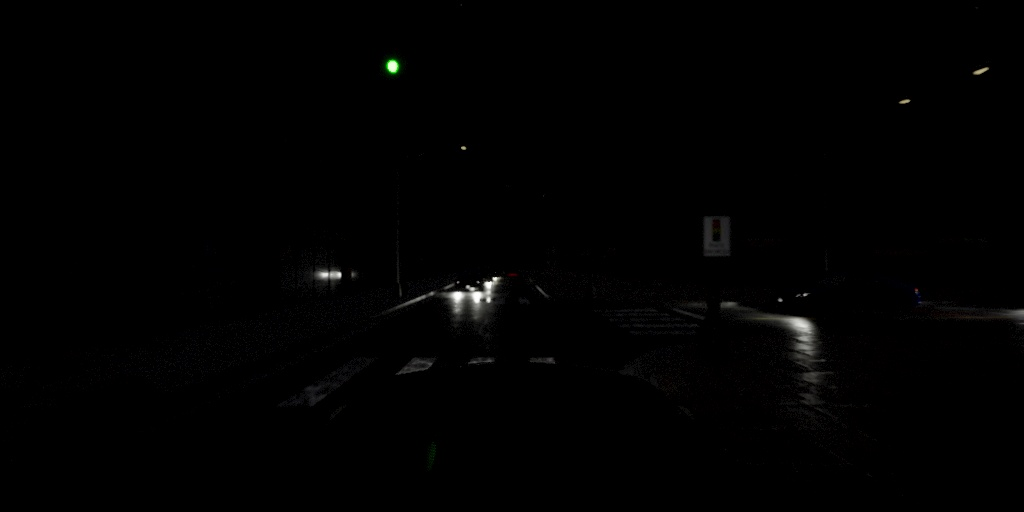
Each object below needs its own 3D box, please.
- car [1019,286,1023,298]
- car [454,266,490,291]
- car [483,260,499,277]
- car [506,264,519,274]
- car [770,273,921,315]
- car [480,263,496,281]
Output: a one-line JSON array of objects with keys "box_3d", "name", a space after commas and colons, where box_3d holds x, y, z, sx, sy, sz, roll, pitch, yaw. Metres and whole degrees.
[{"box_3d": [22.434, 1.373, 13.417, 4.718, 1.301, 1.895, 0, 0, 0], "name": "car"}, {"box_3d": [-2.879, 1.615, 25.492, 2.033, 1.411, 5.357, 0, -1, -1], "name": "car"}, {"box_3d": [-2.866, 1.582, 46.424, 2.150, 2.045, 5.566, 0, -1, 0], "name": "car"}, {"box_3d": [0.066, 2.008, 56.368, 1.837, 1.490, 4.892, 0, -1, 0], "name": "car"}, {"box_3d": [12.335, 1.351, 13.387, 4.674, 1.442, 1.812, 0, 0, 0], "name": "car"}, {"box_3d": [-2.870, 1.717, 35.899, 1.837, 1.490, 4.892, 0, -1, 0], "name": "car"}]
